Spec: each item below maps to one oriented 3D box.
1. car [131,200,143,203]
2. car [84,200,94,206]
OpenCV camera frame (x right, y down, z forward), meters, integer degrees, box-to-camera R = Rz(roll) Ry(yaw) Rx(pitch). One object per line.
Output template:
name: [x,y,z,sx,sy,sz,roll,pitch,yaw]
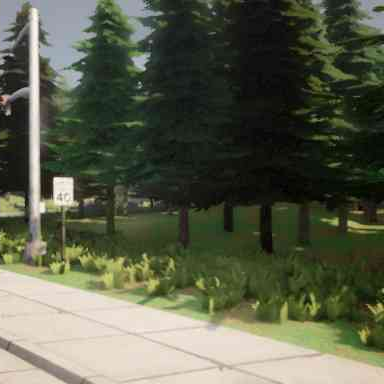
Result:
car: [-10.373,1.888,54.738,4.892,1.490,1.837,0,-1,-43]
car: [-13.359,1.874,45.485,1.812,1.442,4.674,-1,0,33]
